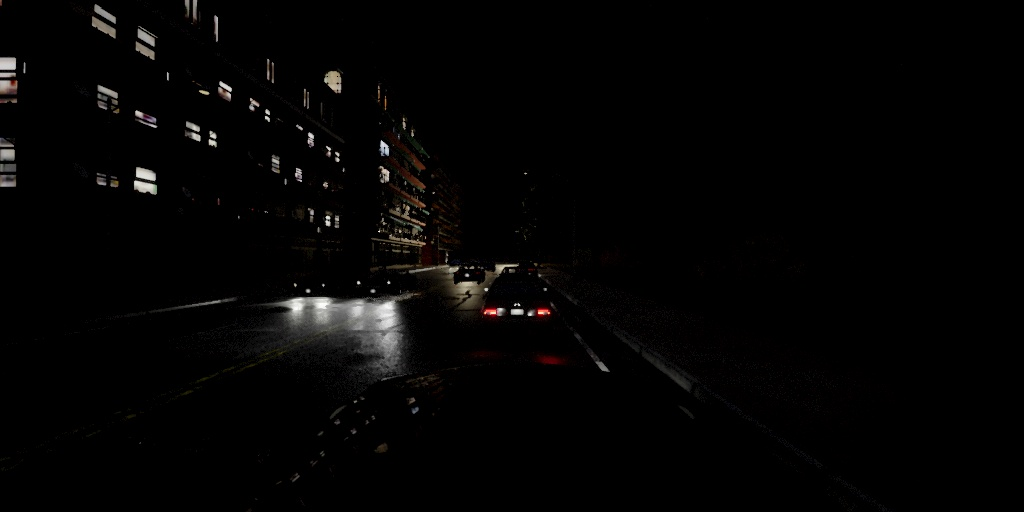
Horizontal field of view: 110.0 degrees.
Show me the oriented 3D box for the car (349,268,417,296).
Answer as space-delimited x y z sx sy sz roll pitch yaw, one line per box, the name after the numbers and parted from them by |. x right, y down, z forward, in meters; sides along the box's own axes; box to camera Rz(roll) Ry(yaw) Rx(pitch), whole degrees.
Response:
-6.577 1.354 19.196 1.895 1.301 4.718 0 0 0 | car

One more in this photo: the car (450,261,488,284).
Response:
-3.118 1.318 26.953 1.994 1.385 4.181 0 0 0 | car

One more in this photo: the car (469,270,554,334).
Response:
0.113 1.299 10.538 2.033 1.411 5.357 0 0 0 | car

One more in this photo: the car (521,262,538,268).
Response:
1.174 1.259 30.666 1.837 1.490 4.892 0 0 0 | car

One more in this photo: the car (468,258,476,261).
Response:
-6.491 1.104 62.435 2.097 1.767 4.553 0 0 0 | car

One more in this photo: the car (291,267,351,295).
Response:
-9.826 1.300 19.939 2.033 1.411 5.357 0 0 0 | car

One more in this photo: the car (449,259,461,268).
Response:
-9.737 1.278 62.446 1.812 1.442 4.674 0 0 0 | car

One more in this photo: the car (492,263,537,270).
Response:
0.124 1.301 20.899 2.033 1.411 5.357 0 0 0 | car

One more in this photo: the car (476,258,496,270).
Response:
-3.093 1.231 45.683 1.882 1.535 5.008 0 0 0 | car
